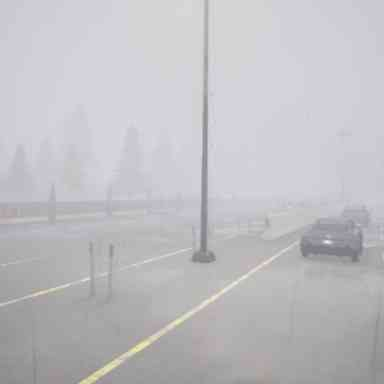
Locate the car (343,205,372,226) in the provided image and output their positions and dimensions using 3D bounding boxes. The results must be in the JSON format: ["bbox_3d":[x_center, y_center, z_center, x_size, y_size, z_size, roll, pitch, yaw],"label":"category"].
[{"bbox_3d":[12.922,1.779,26.159,2.128,1.511,4.902,0,0,30],"label":"car"}]

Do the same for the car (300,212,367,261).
[{"bbox_3d":[5.622,1.698,13.127,1.994,1.385,4.181,0,0,29],"label":"car"}]
